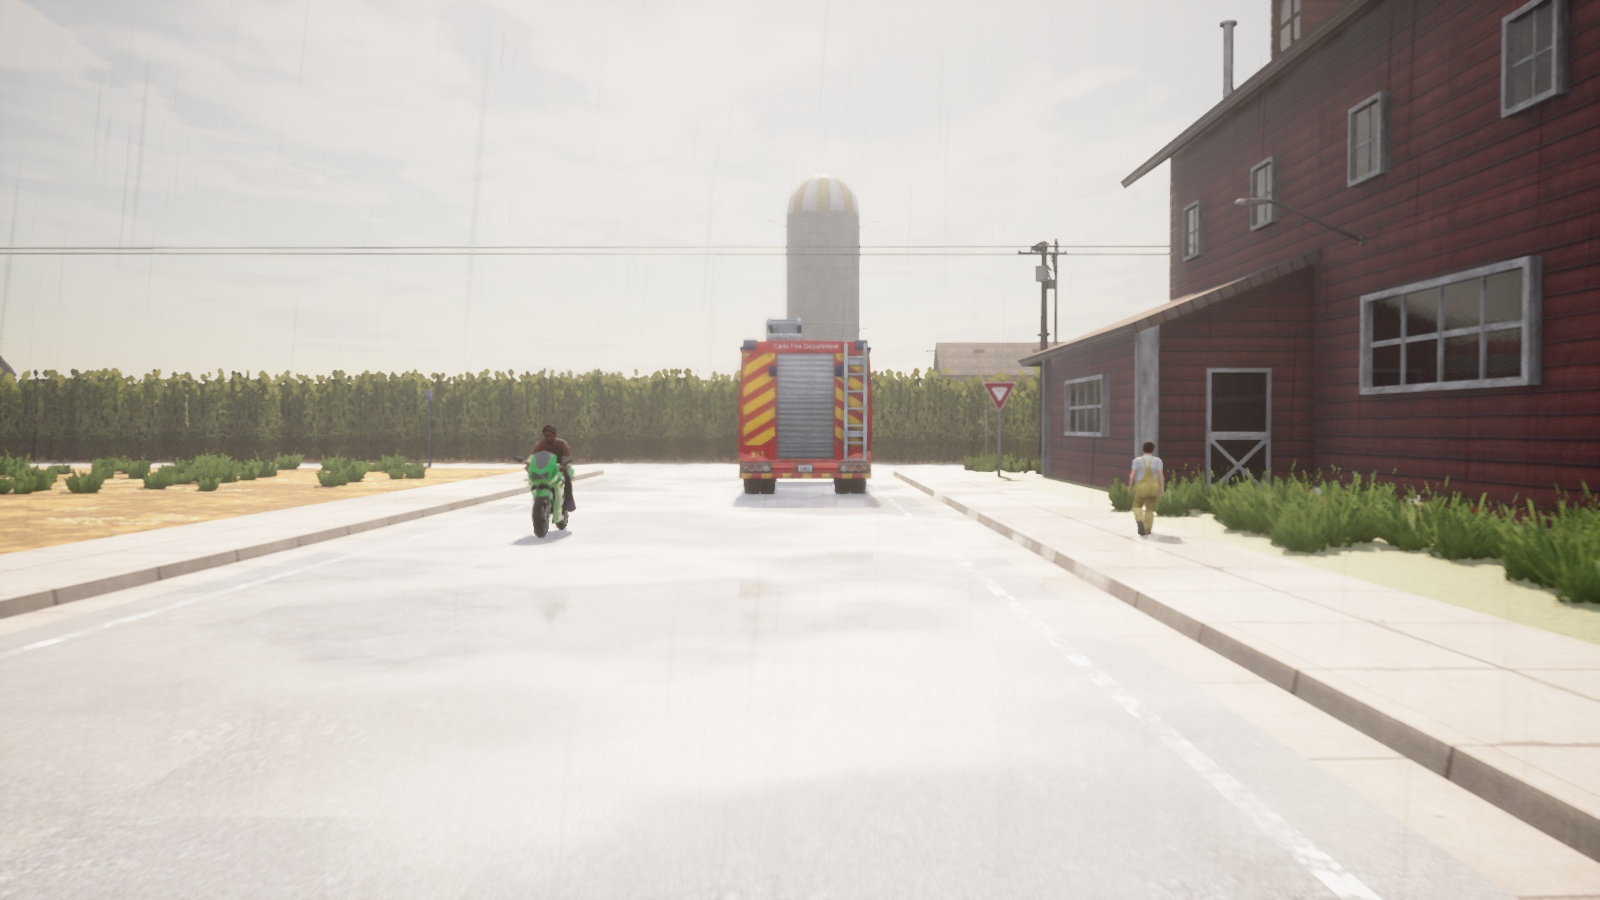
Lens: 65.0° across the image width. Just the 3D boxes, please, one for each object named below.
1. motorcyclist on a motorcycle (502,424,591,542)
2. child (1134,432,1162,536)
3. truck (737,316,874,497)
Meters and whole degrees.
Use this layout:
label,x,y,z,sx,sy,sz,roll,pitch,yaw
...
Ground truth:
label,x,y,z,sx,sy,sz,roll,pitch,yaw
motorcyclist on a motorcycle,-3.424,0.404,17.146,0.797,1.523,2.044,0,1,0
child,4.297,0.413,15.517,0.270,1.263,0.437,0,1,10
truck,0.125,-0.990,30.852,2.891,3.827,8.468,0,1,0
